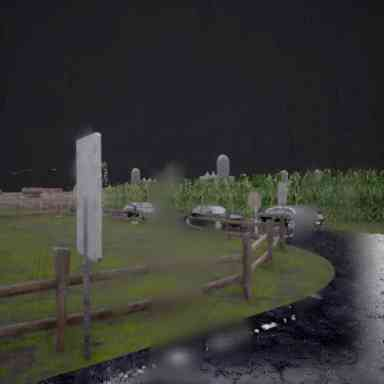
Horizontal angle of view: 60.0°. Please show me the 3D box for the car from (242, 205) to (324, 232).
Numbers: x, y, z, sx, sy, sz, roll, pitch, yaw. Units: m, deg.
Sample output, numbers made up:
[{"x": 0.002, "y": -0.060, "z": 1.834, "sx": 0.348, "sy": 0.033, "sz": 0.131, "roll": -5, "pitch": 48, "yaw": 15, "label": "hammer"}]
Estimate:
[{"x": 5.764, "y": 1.565, "z": 20.779, "sx": 2.128, "sy": 1.511, "sz": 4.902, "roll": 0, "pitch": 0, "yaw": -34, "label": "car"}]

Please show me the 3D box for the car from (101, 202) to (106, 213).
[{"x": -12.398, "y": 1.672, "z": 41.261, "sx": 2.097, "sy": 1.767, "sz": 4.553, "roll": -1, "pitch": 0, "yaw": -35, "label": "car"}]

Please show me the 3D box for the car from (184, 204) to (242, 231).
[{"x": 1.387, "y": 1.601, "z": 21.922, "sx": 1.882, "sy": 1.535, "sz": 5.008, "roll": -1, "pitch": 0, "yaw": -36, "label": "car"}]

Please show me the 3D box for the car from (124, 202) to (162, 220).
[{"x": -4.538, "y": 1.696, "z": 30.224, "sx": 2.128, "sy": 1.511, "sz": 4.902, "roll": -1, "pitch": 0, "yaw": -35, "label": "car"}]
